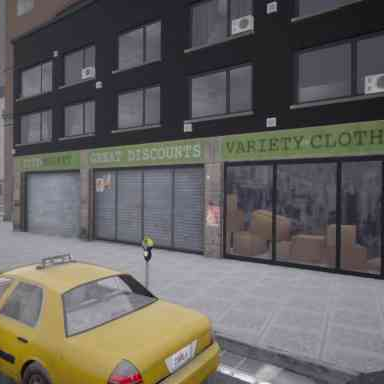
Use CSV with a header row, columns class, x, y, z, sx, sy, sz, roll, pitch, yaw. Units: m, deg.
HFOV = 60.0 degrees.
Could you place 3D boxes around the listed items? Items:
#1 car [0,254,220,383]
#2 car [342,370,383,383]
class,x,y,z,sx,sy,sz,roll,pitch,yaw
car,-1.980,1.524,4.494,4.829,1.417,1.752,0,1,35
car,2.712,1.551,1.160,4.403,1.369,2.008,0,1,35
